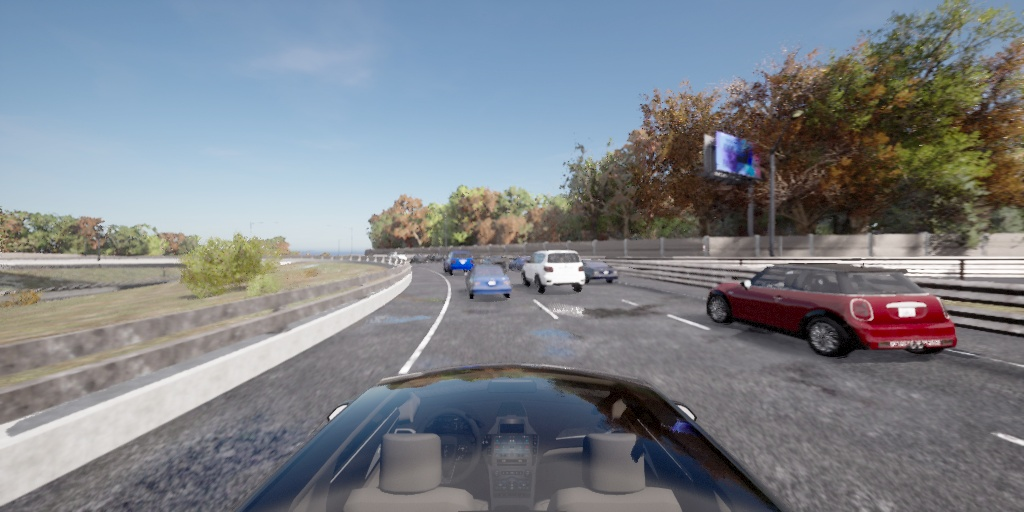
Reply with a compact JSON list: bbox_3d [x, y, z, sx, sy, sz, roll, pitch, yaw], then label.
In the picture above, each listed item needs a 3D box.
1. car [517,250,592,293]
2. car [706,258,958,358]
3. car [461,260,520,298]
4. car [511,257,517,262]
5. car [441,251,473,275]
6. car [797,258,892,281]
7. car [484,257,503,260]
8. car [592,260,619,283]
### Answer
[{"bbox_3d":[2.016,0.723,18.983,2.150,2.045,5.566,-1,1,-10],"label":"car"},{"bbox_3d":[6.654,0.960,8.308,2.097,1.767,4.553,-1,1,-4],"label":"car"},{"bbox_3d":[-1.199,1.102,16.891,2.033,1.411,5.357,-1,1,-9],"label":"car"},{"bbox_3d":[1.042,0.790,37.014,1.812,1.442,4.674,-1,1,-18],"label":"car"},{"bbox_3d":[-4.877,0.594,32.640,2.150,2.045,5.566,-1,1,-17],"label":"car"},{"bbox_3d":[21.798,0.844,23.730,4.181,1.385,1.994,0,1,21],"label":"car"},{"bbox_3d":[-1.927,0.824,34.860,1.837,1.490,4.892,-1,1,-18],"label":"car"},{"bbox_3d":[4.944,0.967,23.248,2.033,1.411,5.357,-1,1,-12],"label":"car"}]
